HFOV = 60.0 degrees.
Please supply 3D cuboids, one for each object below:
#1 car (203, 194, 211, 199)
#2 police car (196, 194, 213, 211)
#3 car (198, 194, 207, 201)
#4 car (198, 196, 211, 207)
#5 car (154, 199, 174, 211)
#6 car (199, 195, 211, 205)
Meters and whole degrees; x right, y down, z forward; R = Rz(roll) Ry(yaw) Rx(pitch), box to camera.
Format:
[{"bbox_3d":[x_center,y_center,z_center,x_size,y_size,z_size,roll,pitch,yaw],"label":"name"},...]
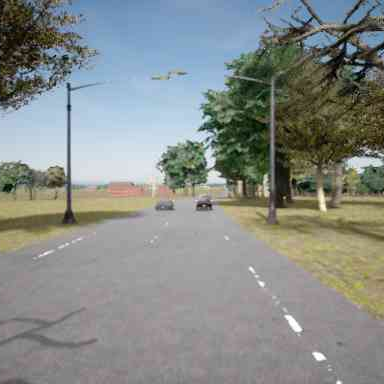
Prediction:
[{"bbox_3d":[4.248,1.150,92.890,1.895,1.301,4.718,0,0,6],"label":"car"},{"bbox_3d":[1.478,1.345,40.310,1.930,1.638,5.238,0,0,2],"label":"police car"},{"bbox_3d":[2.363,1.165,72.995,1.812,1.442,4.674,0,0,5],"label":"car"},{"bbox_3d":[1.907,1.359,50.154,1.882,1.535,5.008,0,0,3],"label":"car"},{"bbox_3d":[-3.177,1.487,39.195,1.994,1.385,4.181,0,0,2],"label":"car"},{"bbox_3d":[2.233,1.363,56.122,1.837,1.490,4.892,0,0,3],"label":"car"}]
